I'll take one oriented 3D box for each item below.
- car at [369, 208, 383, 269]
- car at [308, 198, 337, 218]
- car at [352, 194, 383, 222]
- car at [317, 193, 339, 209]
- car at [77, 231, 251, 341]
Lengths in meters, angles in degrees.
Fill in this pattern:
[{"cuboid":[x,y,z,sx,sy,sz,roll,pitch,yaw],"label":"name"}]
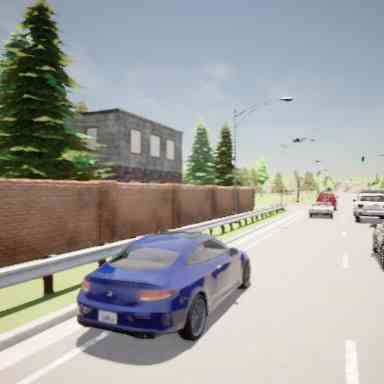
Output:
[{"cuboid":[6.860,1.470,10.425,1.837,1.490,4.892,0,0,24],"label":"car"},{"cuboid":[11.316,1.508,28.897,1.895,1.301,4.718,0,0,25],"label":"car"},{"cuboid":[13.573,1.141,25.299,2.150,2.045,5.566,0,0,24],"label":"car"},{"cuboid":[15.970,1.099,39.258,2.150,2.045,5.566,0,1,25],"label":"car"},{"cuboid":[-0.182,1.503,6.552,1.812,1.442,4.674,0,0,24],"label":"car"}]
